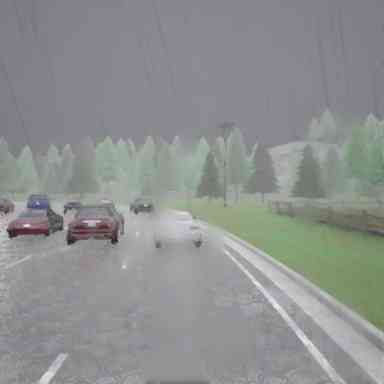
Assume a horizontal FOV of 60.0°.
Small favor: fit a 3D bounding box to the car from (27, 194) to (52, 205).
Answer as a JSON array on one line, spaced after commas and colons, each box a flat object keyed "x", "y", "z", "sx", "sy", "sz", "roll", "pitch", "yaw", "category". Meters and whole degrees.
[{"x": -16.510, "y": 1.244, "z": 35.918, "sx": 2.150, "sy": 2.045, "sz": 5.566, "roll": 1, "pitch": 0, "yaw": -22, "category": "car"}]

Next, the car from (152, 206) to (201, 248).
[{"x": -0.736, "y": 1.533, "z": 14.876, "sx": 1.812, "sy": 1.442, "sz": 4.674, "roll": 0, "pitch": 0, "yaw": -7, "category": "car"}]

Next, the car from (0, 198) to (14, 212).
[{"x": -19.788, "y": 1.376, "z": 34.308, "sx": 2.097, "sy": 1.767, "sz": 4.553, "roll": 0, "pitch": 0, "yaw": -21, "category": "car"}]

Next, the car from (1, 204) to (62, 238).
[{"x": -8.243, "y": 1.576, "z": 17.924, "sx": 1.994, "sy": 1.385, "sz": 4.181, "roll": 0, "pitch": 0, "yaw": -9, "category": "car"}]

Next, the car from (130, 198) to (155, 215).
[{"x": -5.282, "y": 1.370, "z": 35.129, "sx": 2.097, "sy": 1.767, "sz": 4.553, "roll": 0, "pitch": 0, "yaw": -18, "category": "car"}]

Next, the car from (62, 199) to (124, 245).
[{"x": -4.430, "y": 1.361, "z": 15.891, "sx": 2.097, "sy": 1.767, "sz": 4.553, "roll": 0, "pitch": 0, "yaw": -8, "category": "car"}]

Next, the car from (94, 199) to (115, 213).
[{"x": -10.180, "y": 1.548, "z": 38.639, "sx": 1.812, "sy": 1.442, "sz": 4.674, "roll": 0, "pitch": 0, "yaw": -22, "category": "car"}]

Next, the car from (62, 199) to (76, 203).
[{"x": -13.544, "y": 1.527, "z": 37.689, "sx": 1.837, "sy": 1.490, "sz": 4.892, "roll": 1, "pitch": -1, "yaw": -22, "category": "car"}]
